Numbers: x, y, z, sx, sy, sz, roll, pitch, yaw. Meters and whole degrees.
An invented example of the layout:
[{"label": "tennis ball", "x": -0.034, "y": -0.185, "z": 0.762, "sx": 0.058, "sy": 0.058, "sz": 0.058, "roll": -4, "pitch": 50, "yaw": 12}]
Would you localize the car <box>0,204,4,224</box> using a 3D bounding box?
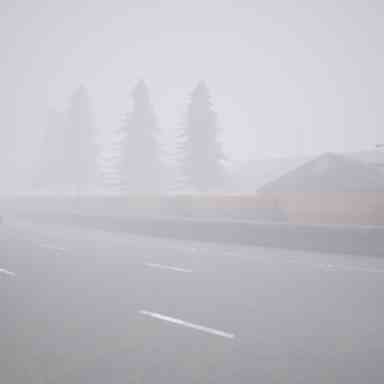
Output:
[{"label": "car", "x": -17.874, "y": 1.712, "z": 28.445, "sx": 2.150, "sy": 2.045, "sz": 5.566, "roll": 1, "pitch": -1, "yaw": -43}]
